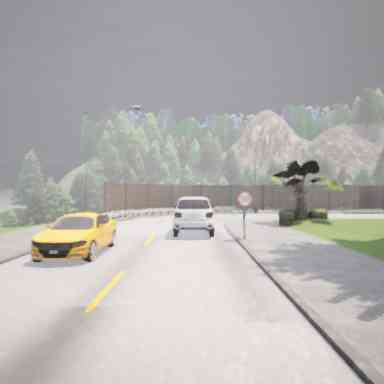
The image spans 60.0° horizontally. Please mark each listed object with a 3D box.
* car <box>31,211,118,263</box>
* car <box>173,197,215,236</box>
[{"bbox_3d":[-4.120,1.519,12.368,1.882,1.535,5.008,0,0,0],"label":"car"},{"bbox_3d":[0.113,1.284,18.815,2.150,2.045,5.566,0,0,1],"label":"car"}]
